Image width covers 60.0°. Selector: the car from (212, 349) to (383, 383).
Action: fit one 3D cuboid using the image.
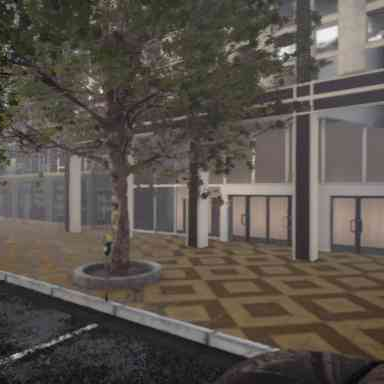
[{"bbox_3d":[1.929,1.551,1.497,4.403,1.369,2.008,0,0,35],"label":"car"}]
